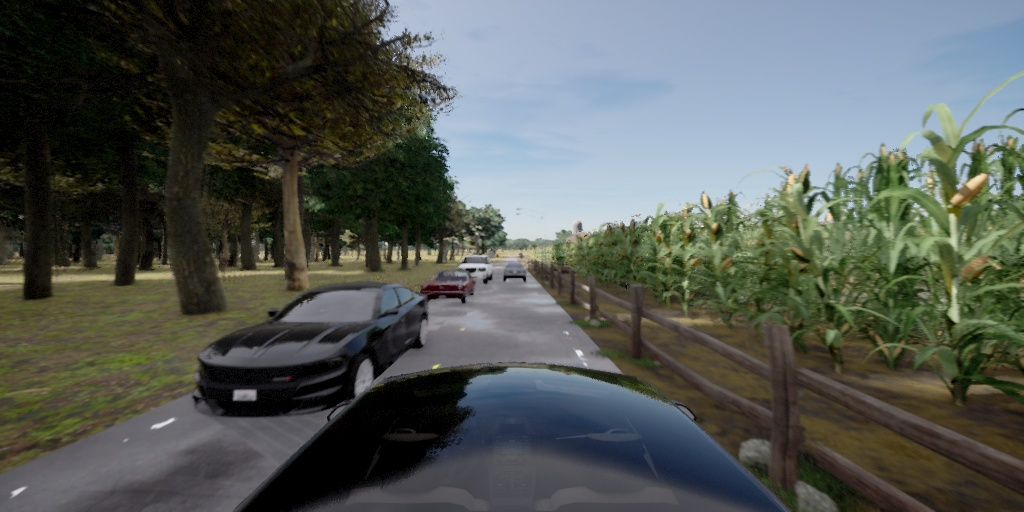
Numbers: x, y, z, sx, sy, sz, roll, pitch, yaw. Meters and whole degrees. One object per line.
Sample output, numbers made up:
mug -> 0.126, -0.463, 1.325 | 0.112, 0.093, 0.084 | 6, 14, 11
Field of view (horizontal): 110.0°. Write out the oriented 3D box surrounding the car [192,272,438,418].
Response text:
car -> -2.840, 1.213, 6.327 | 1.882, 1.535, 5.008 | 0, 0, 0

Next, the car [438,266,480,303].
car -> -2.790, 1.325, 16.567 | 1.895, 1.301, 4.718 | 0, 0, 0

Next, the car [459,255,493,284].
car -> -2.707, 0.935, 27.268 | 2.150, 2.045, 5.566 | 0, 0, 3

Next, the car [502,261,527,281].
car -> 0.208, 1.269, 29.237 | 2.033, 1.411, 5.357 | 0, 0, 0
